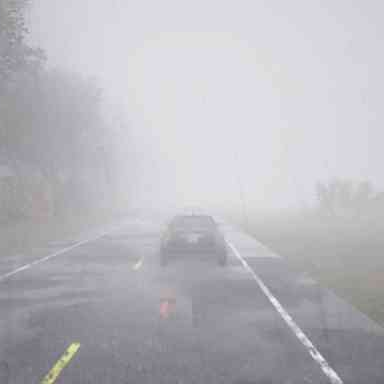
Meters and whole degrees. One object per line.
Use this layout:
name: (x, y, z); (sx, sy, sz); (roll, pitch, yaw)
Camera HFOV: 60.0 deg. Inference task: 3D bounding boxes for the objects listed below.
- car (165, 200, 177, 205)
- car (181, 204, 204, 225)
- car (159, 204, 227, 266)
car: (-3.535, 2.109, 56.645); (1.882, 1.535, 5.008); (0, -1, 0)
car: (0.063, 1.843, 27.992); (1.812, 1.442, 4.674); (0, 0, 0)
car: (0.050, 1.492, 12.197); (2.097, 1.767, 4.553); (0, -1, 1)
